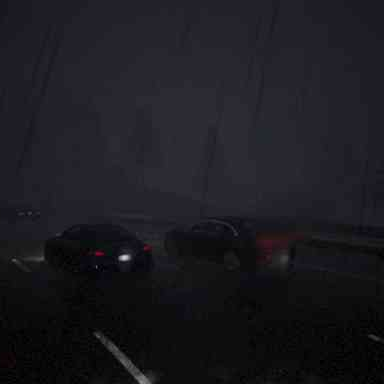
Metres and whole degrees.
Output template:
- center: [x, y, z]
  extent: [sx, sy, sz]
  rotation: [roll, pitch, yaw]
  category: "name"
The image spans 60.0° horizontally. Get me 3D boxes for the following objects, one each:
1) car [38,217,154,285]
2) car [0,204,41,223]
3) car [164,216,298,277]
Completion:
- center: [-2.873, 1.596, 9.781]
  extent: [1.994, 1.385, 4.181]
  rotation: [0, 0, -38]
  category: "car"
- center: [-13.885, 1.636, 26.180]
  extent: [5.357, 1.411, 2.033]
  rotation: [0, 0, 40]
  category: "car"
- center: [0.948, 1.523, 10.552]
  extent: [2.128, 1.511, 4.902]
  rotation: [0, 0, -37]
  category: "car"
